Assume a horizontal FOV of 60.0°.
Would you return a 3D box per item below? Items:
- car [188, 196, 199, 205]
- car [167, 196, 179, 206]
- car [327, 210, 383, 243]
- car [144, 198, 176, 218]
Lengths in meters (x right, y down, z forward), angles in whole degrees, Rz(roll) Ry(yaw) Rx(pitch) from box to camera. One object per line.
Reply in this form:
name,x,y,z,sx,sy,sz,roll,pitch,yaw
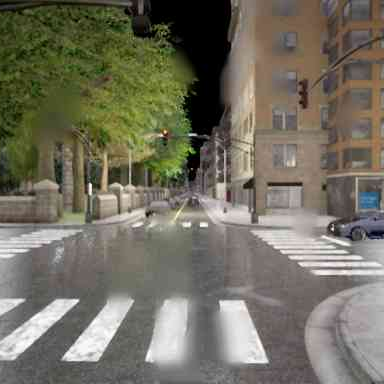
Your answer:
car,0.241,1.446,58.491,1.812,1.442,4.674,0,0,0
car,-2.993,1.460,41.659,1.837,1.490,4.892,0,0,0
car,8.645,1.572,15.684,4.181,1.385,1.994,0,0,1
car,-2.998,1.524,30.708,2.033,1.411,5.357,0,0,4
